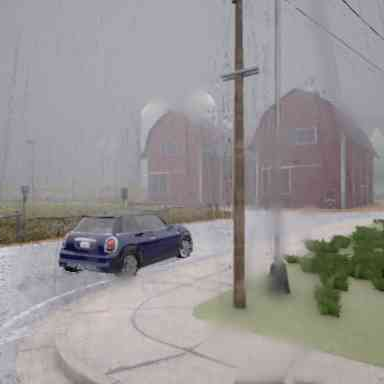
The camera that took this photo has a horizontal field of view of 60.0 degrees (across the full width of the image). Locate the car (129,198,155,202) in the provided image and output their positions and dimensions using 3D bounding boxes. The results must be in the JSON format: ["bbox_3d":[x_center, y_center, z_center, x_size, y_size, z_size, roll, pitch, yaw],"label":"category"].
[{"bbox_3d":[-6.201,1.522,43.966,5.008,1.535,1.882,0,0,33],"label":"car"}]

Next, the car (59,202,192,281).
[{"bbox_3d":[-1.761,1.363,10.350,2.097,1.767,4.553,0,0,27],"label":"car"}]
